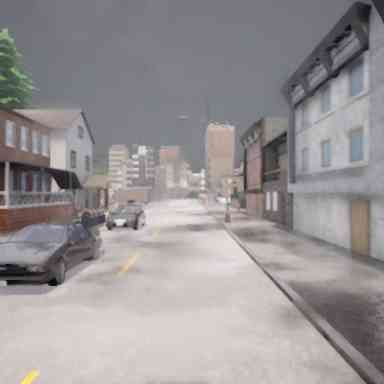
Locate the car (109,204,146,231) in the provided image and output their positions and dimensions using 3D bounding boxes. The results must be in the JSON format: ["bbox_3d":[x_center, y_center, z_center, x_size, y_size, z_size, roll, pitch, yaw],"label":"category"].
[{"bbox_3d":[-4.108,1.577,21.384,2.128,1.511,4.902,0,0,0],"label":"car"}]

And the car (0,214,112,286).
[{"bbox_3d":[-4.115,1.591,9.809,2.033,1.411,5.357,0,0,0],"label":"car"}]
